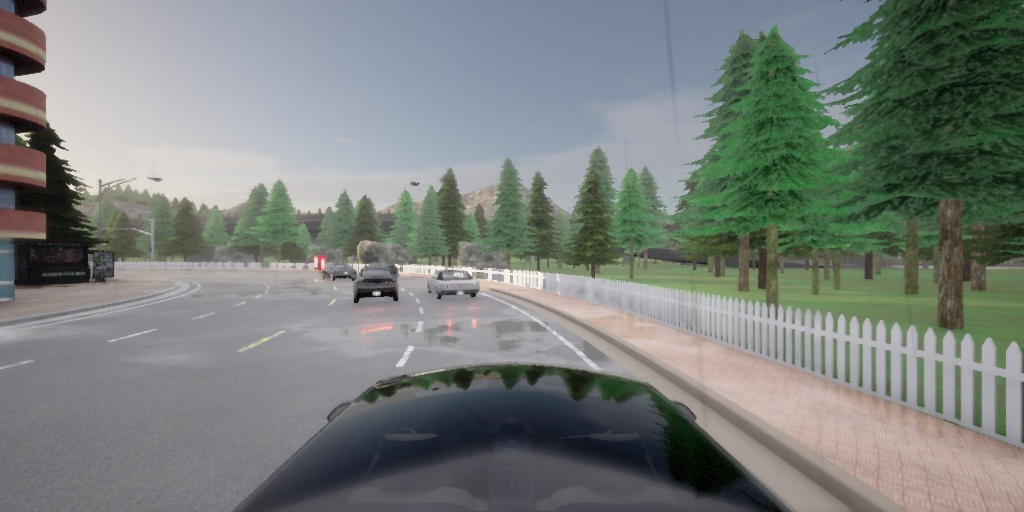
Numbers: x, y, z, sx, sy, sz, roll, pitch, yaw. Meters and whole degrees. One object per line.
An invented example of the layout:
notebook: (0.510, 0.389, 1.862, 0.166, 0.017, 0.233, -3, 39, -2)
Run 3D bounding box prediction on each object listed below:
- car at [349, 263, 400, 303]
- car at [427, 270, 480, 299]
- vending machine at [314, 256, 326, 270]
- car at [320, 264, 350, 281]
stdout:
car: (-6.361, 1.266, 16.793, 1.837, 1.490, 4.892, 0, 0, -21)
car: (-3.109, 1.366, 18.086, 1.895, 1.301, 4.718, 0, 0, -21)
vending machine: (-24.962, 0.944, 46.604, 0.880, 2.100, 1.100, 0, 0, 25)
car: (-14.558, 1.322, 30.017, 1.994, 1.385, 4.181, 0, 0, -42)
